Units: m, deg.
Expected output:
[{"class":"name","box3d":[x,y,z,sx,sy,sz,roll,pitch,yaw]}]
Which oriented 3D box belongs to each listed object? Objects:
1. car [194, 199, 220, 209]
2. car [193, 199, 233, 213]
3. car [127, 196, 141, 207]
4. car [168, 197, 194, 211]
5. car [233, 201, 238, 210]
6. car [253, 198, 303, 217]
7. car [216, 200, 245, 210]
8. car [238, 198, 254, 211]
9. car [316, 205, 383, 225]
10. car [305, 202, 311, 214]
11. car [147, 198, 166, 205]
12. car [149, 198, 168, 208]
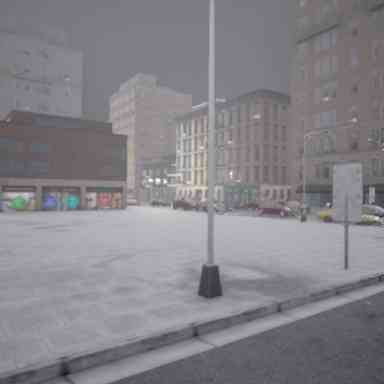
[{"class":"car","box3d":[2.420,1.910,54.768,1.752,1.417,4.829,1,0,-35]},{"class":"car","box3d":[2.539,1.878,40.751,2.008,1.369,4.403,1,0,-35]},{"class":"car","box3d":[-10.584,1.904,59.209,1.802,1.307,4.206,1,0,-35]},{"class":"car","box3d":[-0.740,1.641,45.367,2.192,1.841,5.009,1,0,-35]},{"class":"car","box3d":[3.407,1.850,43.926,1.837,1.490,4.892,1,0,-35]},{"class":"car","box3d":[9.253,1.700,35.691,2.097,1.767,4.553,1,0,-35]},{"class":"car","box3d":[5.799,1.951,50.015,1.947,1.339,4.313,1,0,-35]},{"class":"car","box3d":[9.081,1.702,45.401,2.192,1.841,5.009,1,0,-35]},{"class":"car","box3d":[12.480,1.856,26.769,1.752,1.417,4.829,1,0,-35]},{"class":"car","box3d":[12.361,1.828,40.786,1.967,1.590,4.097,1,0,-35]},{"class":"car","box3d":[-7.324,1.932,68.473,2.008,1.369,4.403,1,0,-35]},{"class":"car","box3d":[-5.317,1.856,56.353,1.882,1.535,5.008,1,0,-35]}]
